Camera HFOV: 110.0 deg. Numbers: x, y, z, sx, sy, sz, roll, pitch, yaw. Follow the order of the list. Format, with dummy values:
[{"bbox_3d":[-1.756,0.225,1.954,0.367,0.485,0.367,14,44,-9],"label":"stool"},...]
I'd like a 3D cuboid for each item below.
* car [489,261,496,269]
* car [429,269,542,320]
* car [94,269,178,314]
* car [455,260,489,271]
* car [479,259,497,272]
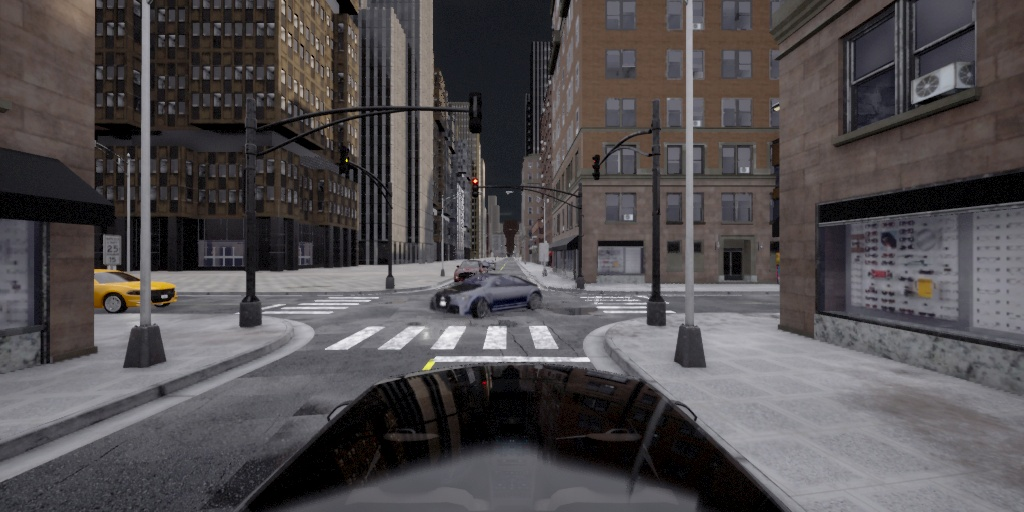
[{"bbox_3d":[-3.171,1.299,38.087,2.033,1.411,5.357,0,0,0],"label":"car"},{"bbox_3d":[-0.816,1.313,12.783,1.994,1.385,4.181,-1,0,44],"label":"car"},{"bbox_3d":[-15.368,1.232,13.261,5.008,1.535,1.882,0,0,0],"label":"car"},{"bbox_3d":[-3.156,1.103,27.828,2.097,1.767,4.553,0,0,0],"label":"car"},{"bbox_3d":[-3.183,1.243,48.505,2.128,1.511,4.902,0,0,0],"label":"car"}]
